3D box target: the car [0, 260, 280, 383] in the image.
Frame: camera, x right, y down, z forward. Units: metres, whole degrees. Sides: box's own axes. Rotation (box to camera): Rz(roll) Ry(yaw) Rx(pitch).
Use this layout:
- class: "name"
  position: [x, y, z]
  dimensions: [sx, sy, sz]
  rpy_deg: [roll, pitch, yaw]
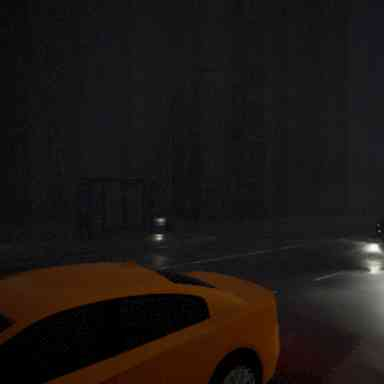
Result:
- class: "car"
  position: [-1.283, 1.478, 2.896]
  dimensions: [5.008, 1.535, 1.882]
  rpy_deg: [0, 0, -40]

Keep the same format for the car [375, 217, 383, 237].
- class: "car"
  position: [11.213, 1.477, 16.920]
  dimensions: [5.008, 1.535, 1.882]
  rpy_deg: [0, 0, -37]
